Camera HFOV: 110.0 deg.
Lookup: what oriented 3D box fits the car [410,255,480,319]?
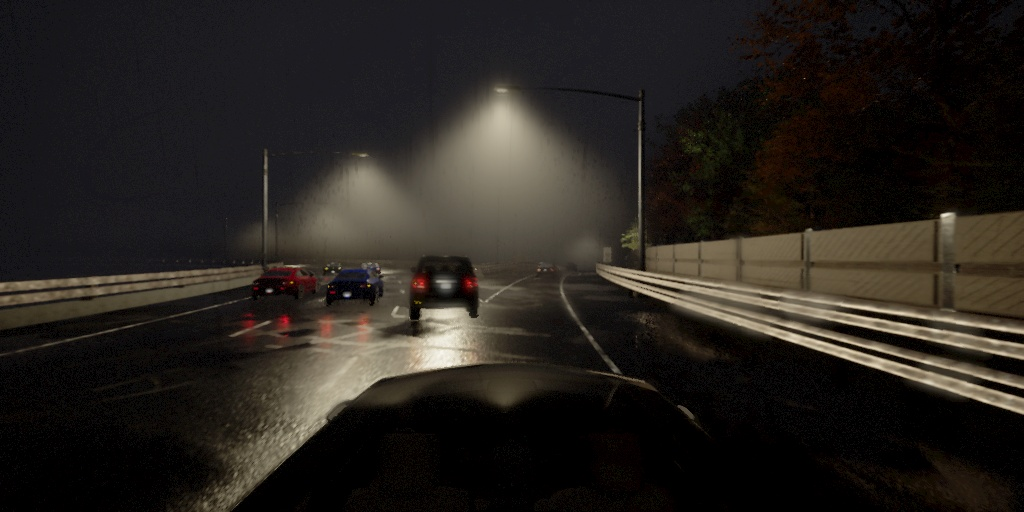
[{"bbox_3d":[-2.497,0.980,13.134,2.150,2.045,5.566,0,0,-12],"label":"car"}]

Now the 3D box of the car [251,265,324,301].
[{"bbox_3d":[-10.788,1.270,17.282,1.812,1.442,4.674,0,0,-15],"label":"car"}]

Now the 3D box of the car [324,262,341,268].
[{"bbox_3d":[-19.640,1.351,39.261,1.895,1.301,4.718,0,0,-28],"label":"car"}]

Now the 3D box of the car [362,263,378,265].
[{"bbox_3d":[-15.231,1.360,38.342,1.895,1.301,4.718,0,0,-27],"label":"car"}]

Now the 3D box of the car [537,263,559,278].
[{"bbox_3d":[3.583,1.346,35.301,2.033,1.411,5.357,0,0,12],"label":"car"}]

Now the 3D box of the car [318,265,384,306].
[{"bbox_3d":[-6.766,1.277,15.740,1.812,1.442,4.674,0,0,-14],"label":"car"}]
